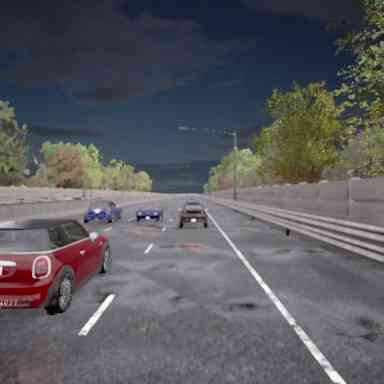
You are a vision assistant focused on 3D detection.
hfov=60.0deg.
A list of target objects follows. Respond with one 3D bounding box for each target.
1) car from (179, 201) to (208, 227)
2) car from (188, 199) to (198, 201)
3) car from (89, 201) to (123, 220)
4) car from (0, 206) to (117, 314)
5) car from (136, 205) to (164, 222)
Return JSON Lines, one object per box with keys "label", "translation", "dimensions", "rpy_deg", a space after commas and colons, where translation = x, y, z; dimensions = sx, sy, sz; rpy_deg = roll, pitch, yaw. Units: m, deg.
{"label": "car", "translation": [0.102, 1.596, 23.797], "dimensions": [1.837, 1.490, 4.892], "rpy_deg": [0, 0, 0]}
{"label": "car", "translation": [0.104, 1.675, 42.234], "dimensions": [1.837, 1.490, 4.892], "rpy_deg": [0, 0, 0]}
{"label": "car", "translation": [-6.900, 1.455, 26.316], "dimensions": [2.097, 1.767, 4.553], "rpy_deg": [0, 0, 0]}
{"label": "car", "translation": [-3.401, 1.383, 7.841], "dimensions": [2.097, 1.767, 4.553], "rpy_deg": [0, 0, 0]}
{"label": "car", "translation": [-3.398, 1.710, 27.761], "dimensions": [1.895, 1.301, 4.718], "rpy_deg": [0, 0, 0]}
